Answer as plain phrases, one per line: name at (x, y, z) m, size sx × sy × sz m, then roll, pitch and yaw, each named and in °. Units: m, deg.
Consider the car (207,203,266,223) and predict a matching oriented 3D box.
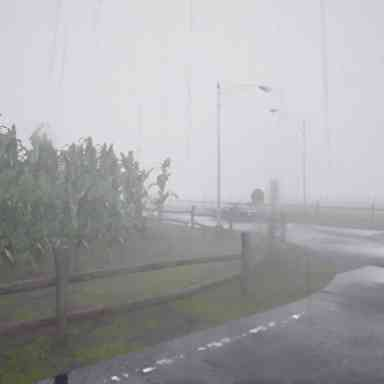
car at (3.074, 1.488, 24.400) m, size 1.895 × 1.301 × 4.718 m, roll 0°, pitch 0°, yaw -33°
